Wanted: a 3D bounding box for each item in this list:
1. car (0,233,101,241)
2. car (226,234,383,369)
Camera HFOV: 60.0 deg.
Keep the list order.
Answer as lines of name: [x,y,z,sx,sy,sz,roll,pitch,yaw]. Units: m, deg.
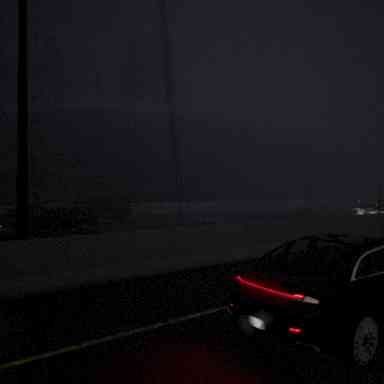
car: [-6.045,1.602,12.577,4.718,1.301,1.895,0,0,-36]
car: [2.819,1.495,5.759,4.902,1.511,2.128,0,0,-35]
